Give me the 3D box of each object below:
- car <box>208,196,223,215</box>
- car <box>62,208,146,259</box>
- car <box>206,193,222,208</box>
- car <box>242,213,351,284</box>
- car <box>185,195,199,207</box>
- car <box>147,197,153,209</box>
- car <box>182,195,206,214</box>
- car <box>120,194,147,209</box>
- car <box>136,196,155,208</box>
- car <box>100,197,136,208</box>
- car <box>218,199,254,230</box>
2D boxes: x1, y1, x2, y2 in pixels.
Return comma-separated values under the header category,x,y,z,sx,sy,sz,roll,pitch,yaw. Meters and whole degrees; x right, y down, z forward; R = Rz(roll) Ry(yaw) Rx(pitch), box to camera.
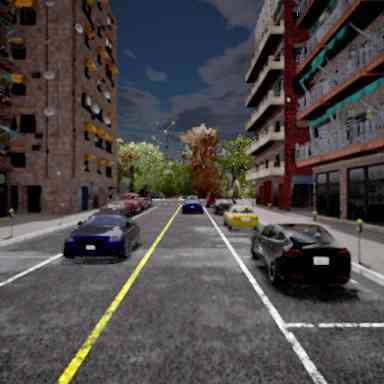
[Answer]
category,x,y,z,sx,sy,sz,roll,pitch,yaw
car,2.812,1.321,30.824,2.008,1.369,4.403,1,0,0
car,-3.072,1.474,12.073,1.994,1.385,4.181,0,0,0
car,2.806,1.004,41.957,2.192,1.841,5.009,1,0,0
car,2.764,1.496,9.193,1.947,1.339,4.313,1,0,0
car,0.081,1.190,45.448,1.812,1.442,4.674,0,0,1
car,-5.840,1.296,36.418,1.947,1.339,4.313,1,0,0
car,0.067,1.323,32.487,1.994,1.385,4.181,0,0,1
car,-5.832,1.086,30.847,2.192,1.841,5.009,1,0,0
car,-5.845,1.272,41.986,1.802,1.307,4.206,1,0,0
car,-5.831,1.363,25.281,2.008,1.369,4.403,1,0,0
car,2.821,1.377,19.857,1.752,1.417,4.829,1,0,0
